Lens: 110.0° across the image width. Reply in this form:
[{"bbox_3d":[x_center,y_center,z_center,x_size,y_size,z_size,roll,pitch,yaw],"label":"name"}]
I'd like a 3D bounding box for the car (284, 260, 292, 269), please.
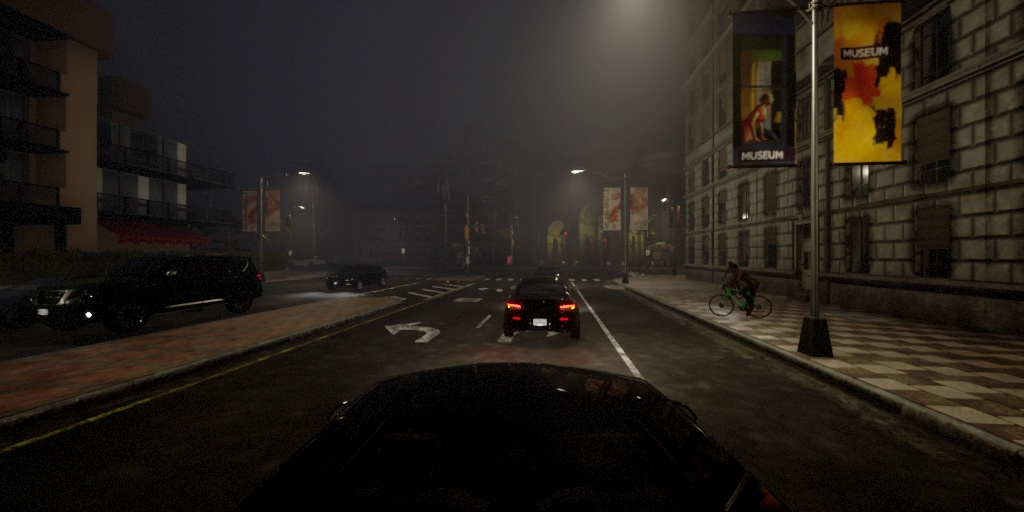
[{"bbox_3d":[-33.488,0.971,48.596,5.566,2.045,2.150,0,0,7],"label":"car"}]

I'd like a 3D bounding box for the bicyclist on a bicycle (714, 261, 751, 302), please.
[{"bbox_3d":[9.272,1.050,15.059,1.656,1.620,0.582,0,0,-28],"label":"bicyclist on a bicycle"}]

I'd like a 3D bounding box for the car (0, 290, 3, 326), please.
[{"bbox_3d":[-14.204,1.297,11.639,2.033,1.411,5.357,0,0,7],"label":"car"}]

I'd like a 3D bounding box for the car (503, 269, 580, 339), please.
[{"bbox_3d":[0.877,1.275,10.078,1.812,1.442,4.674,0,0,7],"label":"car"}]

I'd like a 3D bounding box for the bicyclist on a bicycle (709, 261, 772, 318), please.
[{"bbox_3d":[6.854,1.050,10.797,1.656,1.620,0.582,0,0,22],"label":"bicyclist on a bicycle"}]

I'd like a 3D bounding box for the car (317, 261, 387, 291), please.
[{"bbox_3d":[-9.463,1.254,22.192,1.837,1.490,4.892,0,0,7],"label":"car"}]

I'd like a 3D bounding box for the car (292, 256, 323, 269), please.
[{"bbox_3d":[-31.926,0.969,55.648,5.566,2.045,2.150,0,0,7],"label":"car"}]

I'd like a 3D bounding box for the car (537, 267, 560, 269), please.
[{"bbox_3d":[1.922,1.275,18.921,1.812,1.442,4.674,0,0,7],"label":"car"}]

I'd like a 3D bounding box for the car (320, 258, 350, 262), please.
[{"bbox_3d":[-19.598,1.241,42.259,4.902,1.511,2.128,0,0,22],"label":"car"}]

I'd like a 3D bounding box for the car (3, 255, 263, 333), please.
[{"bbox_3d":[-10.713,0.971,11.216,2.150,2.045,5.566,0,0,8],"label":"car"}]
